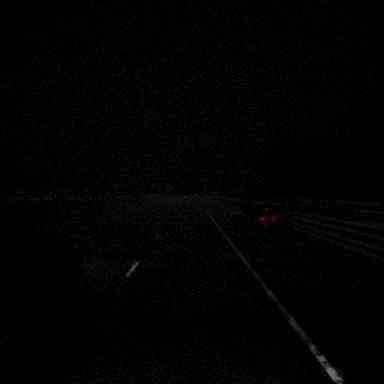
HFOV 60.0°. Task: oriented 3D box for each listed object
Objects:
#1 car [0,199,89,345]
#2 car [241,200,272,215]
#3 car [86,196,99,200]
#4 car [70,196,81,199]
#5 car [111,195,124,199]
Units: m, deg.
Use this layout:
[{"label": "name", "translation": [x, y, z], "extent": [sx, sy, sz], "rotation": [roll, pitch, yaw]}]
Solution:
[{"label": "car", "translation": [-3.400, 1.234, 4.651], "extent": [2.150, 2.045, 5.566], "rotation": [0, 0, 0]}, {"label": "car", "translation": [6.774, 1.583, 34.970], "extent": [1.812, 1.442, 4.674], "rotation": [-2, 0, -14]}, {"label": "car", "translation": [-24.490, 1.879, 80.114], "extent": [1.994, 1.385, 4.181], "rotation": [0, 0, 0]}, {"label": "car", "translation": [-27.990, 1.826, 79.811], "extent": [1.837, 1.490, 4.892], "rotation": [0, 0, 0]}, {"label": "car", "translation": [-17.490, 1.805, 80.114], "extent": [1.882, 1.535, 5.008], "rotation": [0, 0, 0]}]
